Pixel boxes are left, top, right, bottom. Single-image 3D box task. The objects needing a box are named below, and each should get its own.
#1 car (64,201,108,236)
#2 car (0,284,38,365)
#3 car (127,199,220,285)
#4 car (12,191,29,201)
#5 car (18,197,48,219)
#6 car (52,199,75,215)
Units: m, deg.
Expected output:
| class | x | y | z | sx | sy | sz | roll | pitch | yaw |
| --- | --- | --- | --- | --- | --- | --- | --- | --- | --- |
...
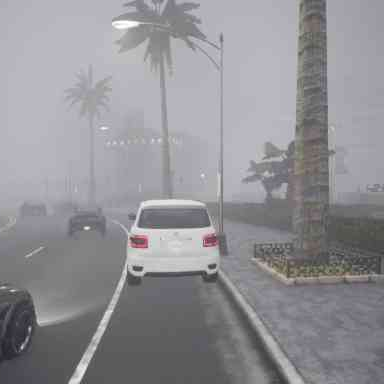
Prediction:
| class | x | y | z | sx | sy | sz | roll | pitch | yaw |
| --- | --- | --- | --- | --- | --- | --- | --- | --- | --- |
| car | -5.791 | 1.500 | 18.668 | 1.837 | 1.490 | 4.892 | 0 | 0 | -15 |
| car | -3.258 | 1.562 | 3.271 | 1.994 | 1.385 | 4.181 | 0 | 0 | -2 |
| car | -0.676 | 1.219 | 9.688 | 2.150 | 2.045 | 5.566 | 0 | 0 | -7 |
| car | -37.893 | 1.221 | 71.704 | 4.553 | 1.767 | 2.185 | 0 | 0 | 21 |
| car | -14.263 | 1.465 | 29.627 | 1.882 | 1.535 | 5.008 | 0 | 0 | -31 |
| car | -12.839 | 1.494 | 33.712 | 1.837 | 1.490 | 4.892 | 1 | 0 | -35 |
